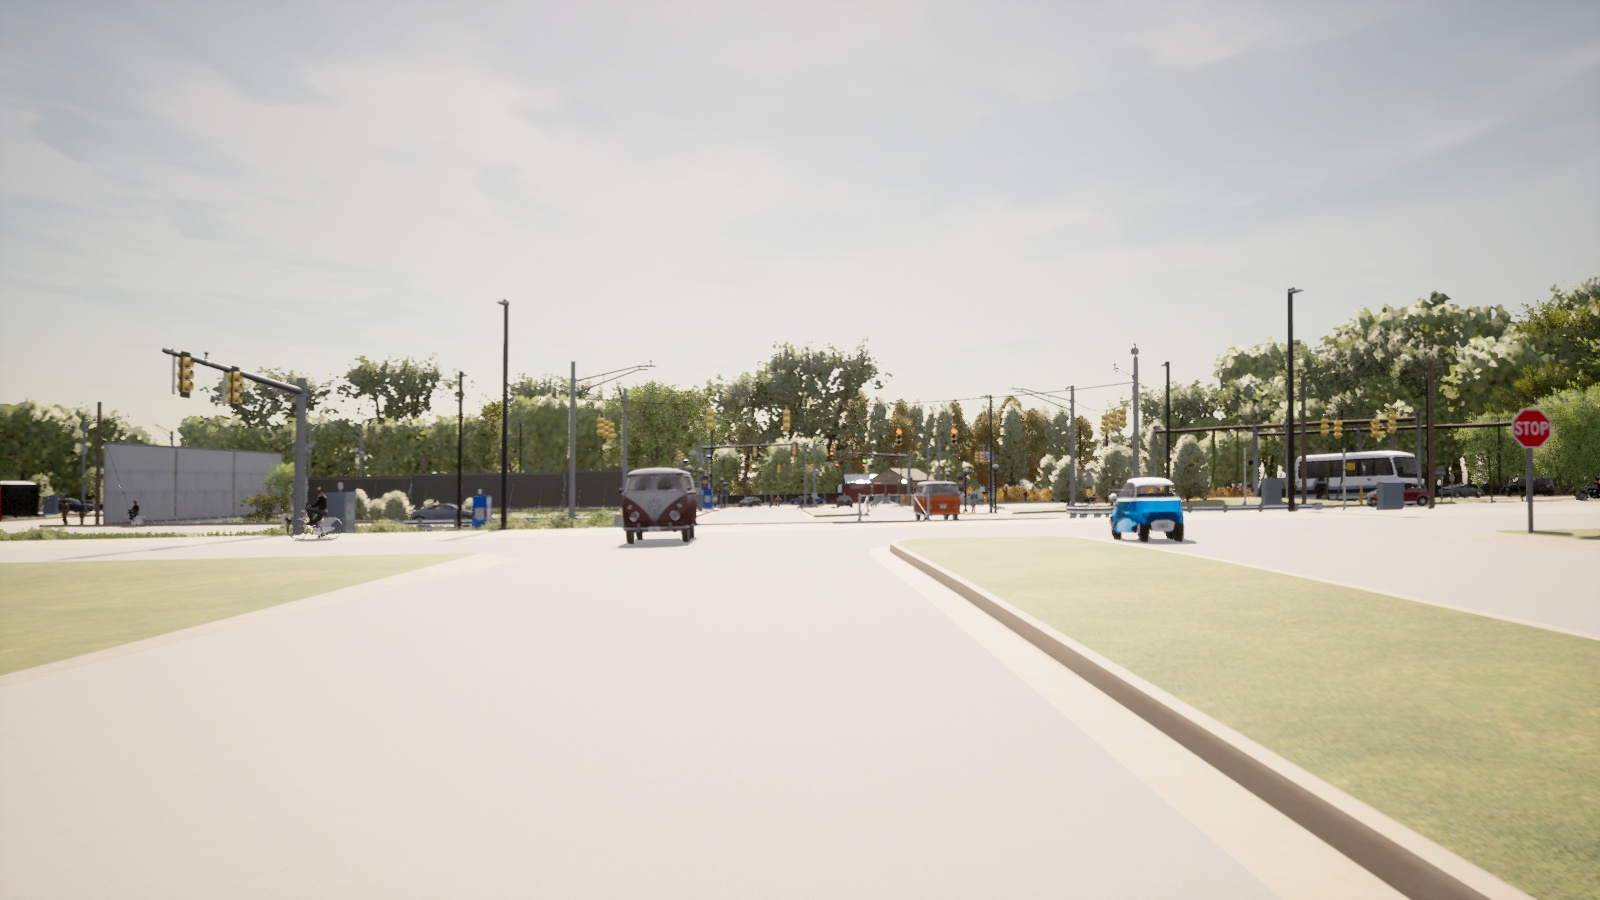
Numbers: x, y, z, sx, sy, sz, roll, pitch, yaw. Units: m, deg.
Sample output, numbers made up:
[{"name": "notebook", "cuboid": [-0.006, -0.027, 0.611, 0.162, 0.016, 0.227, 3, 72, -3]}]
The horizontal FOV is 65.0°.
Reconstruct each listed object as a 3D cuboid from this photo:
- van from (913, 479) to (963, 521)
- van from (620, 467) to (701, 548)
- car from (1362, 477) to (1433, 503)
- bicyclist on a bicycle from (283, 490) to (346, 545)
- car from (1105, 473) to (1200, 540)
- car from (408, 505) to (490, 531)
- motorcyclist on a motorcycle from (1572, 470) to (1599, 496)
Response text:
[{"name": "van", "cuboid": [6.903, 2.491, 63.237, 1.775, 1.987, 4.442, -1, -1, -3]}, {"name": "van", "cuboid": [-3.719, 1.521, 34.107, 1.775, 1.987, 4.442, -2, -2, -2]}, {"name": "car", "cuboid": [38.579, 2.573, 81.110, 3.705, 1.549, 1.789, -2, -1, -2]}, {"name": "bicyclist on a bicycle", "cuboid": [-16.224, 2.255, 41.995, 1.843, 1.776, 0.659, -2, -1, -1]}, {"name": "car", "cuboid": [7.689, 1.222, 27.544, 1.481, 1.376, 2.207, -2, -2, 2]}, {"name": "car", "cuboid": [-20.363, 3.948, 72.976, 4.181, 1.385, 1.994, -1, -2, -1]}, {"name": "motorcyclist on a motorcycle", "cuboid": [51.404, 2.112, 81.231, 2.350, 1.649, 0.766, -2, -1, 4]}]
